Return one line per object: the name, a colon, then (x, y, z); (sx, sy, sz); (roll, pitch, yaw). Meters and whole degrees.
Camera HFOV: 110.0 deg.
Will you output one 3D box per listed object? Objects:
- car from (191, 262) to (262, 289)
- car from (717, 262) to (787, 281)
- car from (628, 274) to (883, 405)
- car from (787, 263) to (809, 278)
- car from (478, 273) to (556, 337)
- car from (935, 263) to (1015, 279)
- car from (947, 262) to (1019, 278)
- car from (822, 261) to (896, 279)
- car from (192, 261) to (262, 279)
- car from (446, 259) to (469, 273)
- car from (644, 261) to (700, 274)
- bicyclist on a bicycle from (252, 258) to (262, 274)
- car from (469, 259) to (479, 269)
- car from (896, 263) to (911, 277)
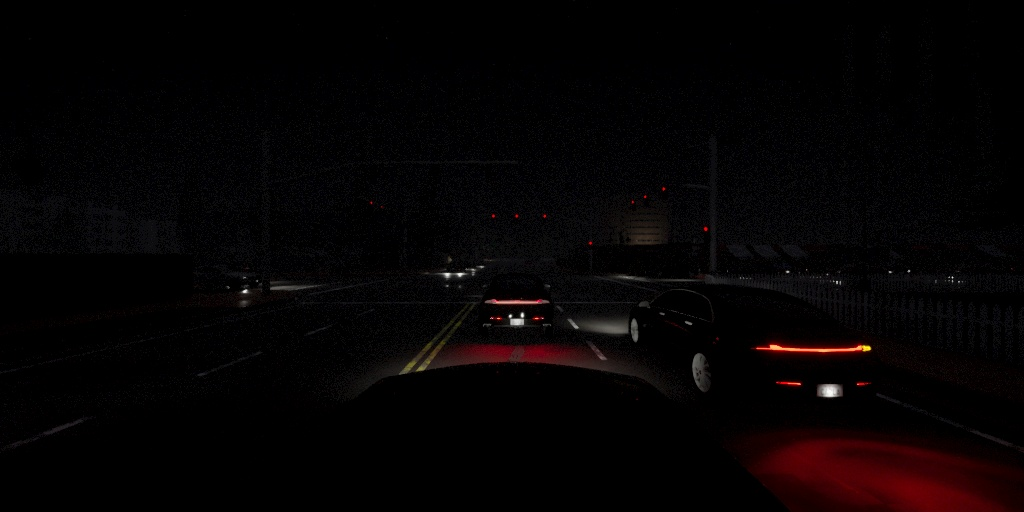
car: (-18.162, 1.276, 22.254); (4.674, 1.442, 1.812); (0, 0, 0)
car: (19.615, 1.241, 30.036); (4.902, 1.511, 2.128); (0, 0, -1)
car: (3.587, 1.255, 6.429); (1.837, 1.490, 4.892); (0, 0, 1)
car: (24.659, 1.297, 33.634); (5.357, 1.411, 2.033); (0, 0, -1)
car: (0.130, 1.242, 10.333); (2.128, 1.511, 4.902); (0, 0, 0)
car: (38.875, 1.276, 30.387); (4.674, 1.442, 1.812); (0, 0, -1)
car: (44.526, 1.314, 33.974); (4.181, 1.385, 1.994); (0, 0, -1)
car: (28.875, 1.276, 30.203); (4.674, 1.442, 1.812); (0, 0, -1)
car: (-25.871, 1.255, 32.612); (4.892, 1.490, 1.837); (0, 0, 0)
car: (-6.845, 1.254, 44.357); (1.837, 1.490, 4.892); (0, 0, 0)
car: (14.920, 1.255, 33.512); (4.892, 1.490, 1.837); (0, 0, 1)
bicyclist on a bicycle: (-26.175, 1.051, 36.843); (0.582, 1.620, 1.656); (0, 0, -3)
car: (-6.752, 1.277, 57.154); (1.812, 1.442, 4.674); (0, 1, 0)
car: (34.483, 1.242, 33.813); (4.902, 1.511, 2.128); (0, 0, -1)
